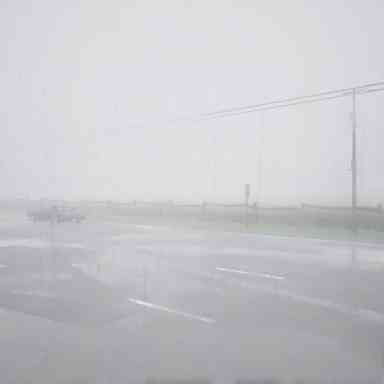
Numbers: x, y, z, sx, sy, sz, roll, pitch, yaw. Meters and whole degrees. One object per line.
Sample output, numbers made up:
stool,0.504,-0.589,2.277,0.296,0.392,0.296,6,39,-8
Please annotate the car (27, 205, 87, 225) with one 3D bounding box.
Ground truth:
car,-9.761,1.600,23.815,4.718,1.301,1.895,0,0,35
